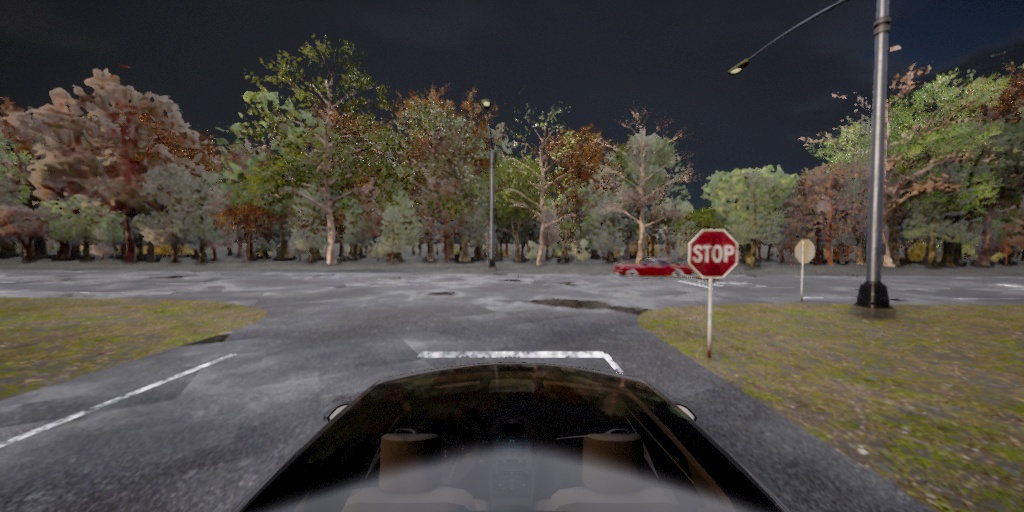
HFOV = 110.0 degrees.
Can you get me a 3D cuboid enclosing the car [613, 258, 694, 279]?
[{"bbox_3d":[9.097,0.811,23.411,4.718,1.301,1.895,0,2,0],"label":"car"}]
